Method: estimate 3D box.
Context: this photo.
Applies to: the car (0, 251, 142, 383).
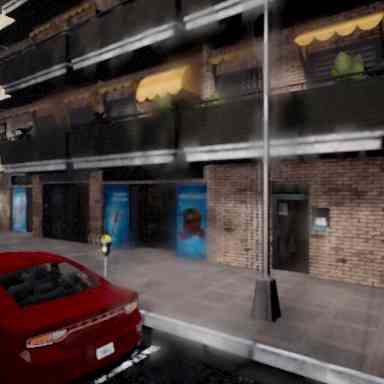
[{"bbox_3d":[-2.733,1.549,4.829,4.507,1.381,1.887,0,0,36],"label":"car"}]
